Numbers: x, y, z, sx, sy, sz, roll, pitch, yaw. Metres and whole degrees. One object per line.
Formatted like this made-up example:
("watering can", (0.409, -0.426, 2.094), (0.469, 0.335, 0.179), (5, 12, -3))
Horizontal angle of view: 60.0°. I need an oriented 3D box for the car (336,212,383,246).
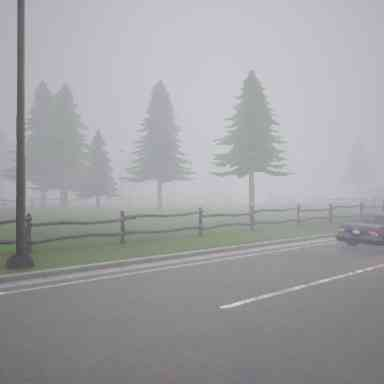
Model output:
("car", (8.269, 1.560, 14.066), (5.357, 1.411, 2.033), (0, 0, -35))
